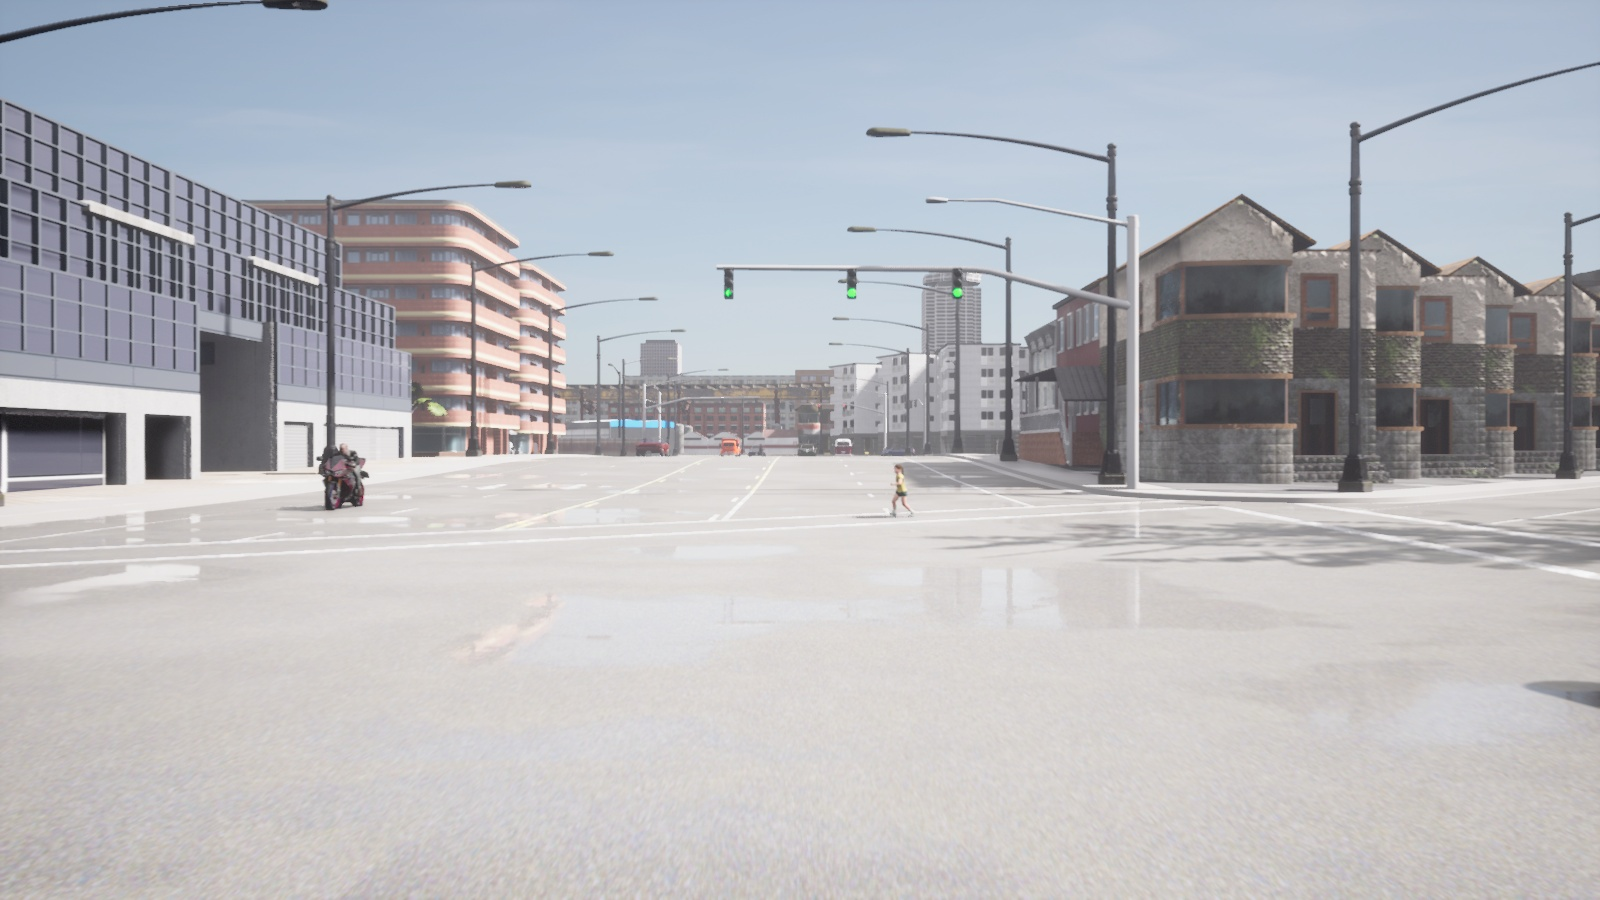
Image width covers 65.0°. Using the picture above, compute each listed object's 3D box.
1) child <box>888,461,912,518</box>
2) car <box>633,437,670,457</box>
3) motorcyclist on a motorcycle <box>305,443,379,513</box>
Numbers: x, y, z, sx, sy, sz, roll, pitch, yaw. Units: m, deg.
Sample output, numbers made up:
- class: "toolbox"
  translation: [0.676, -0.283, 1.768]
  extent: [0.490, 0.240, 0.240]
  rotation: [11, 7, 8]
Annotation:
- class: "child"
  translation: [1.977, 0.775, 24.886]
  extent: [0.394, 1.110, 0.255]
  rotation: [0, 0, -27]
- class: "car"
  translation: [-10.006, -0.200, 85.040]
  extent: [1.895, 1.301, 4.718]
  rotation: [0, -1, 0]
- class: "motorcyclist on a motorcycle"
  translation: [-10.326, 0.603, 28.422]
  extent: [0.866, 1.530, 2.191]
  rotation: [0, 0, 0]
